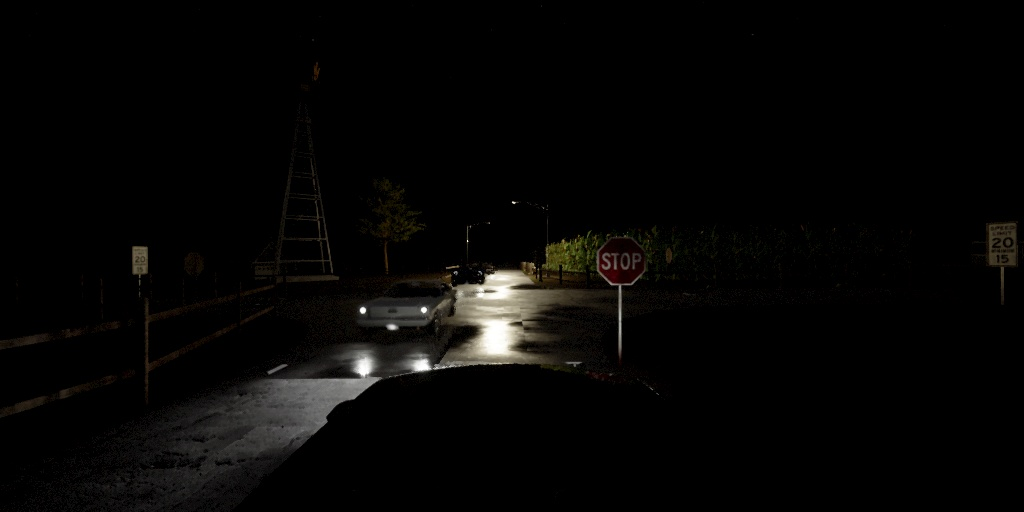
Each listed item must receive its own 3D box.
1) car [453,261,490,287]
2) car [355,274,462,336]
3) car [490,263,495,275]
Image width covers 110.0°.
[{"bbox_3d":[-2.916,1.162,25.377,2.097,1.767,4.553,0,0,0],"label":"car"},{"bbox_3d":[-2.822,1.384,10.627,1.895,1.301,4.718,0,-1,0],"label":"car"},{"bbox_3d":[-3.036,1.507,42.335,1.837,1.490,4.892,0,0,0],"label":"car"}]
